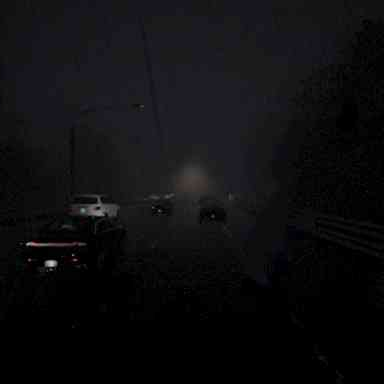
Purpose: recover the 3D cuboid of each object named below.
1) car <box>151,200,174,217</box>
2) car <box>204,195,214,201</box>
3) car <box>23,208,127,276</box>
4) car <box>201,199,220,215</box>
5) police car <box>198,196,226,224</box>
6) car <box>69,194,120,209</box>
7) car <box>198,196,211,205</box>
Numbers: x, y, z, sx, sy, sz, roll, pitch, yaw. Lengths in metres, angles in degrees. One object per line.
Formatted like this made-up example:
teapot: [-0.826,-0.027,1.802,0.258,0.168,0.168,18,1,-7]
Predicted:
car: [-2.715,1.472,31.113,1.812,1.442,4.674,0,0,2]
car: [3.865,1.330,76.624,2.033,1.411,5.357,0,0,6]
car: [-3.298,1.470,10.292,2.128,1.511,4.902,0,0,1]
car: [1.858,1.472,34.347,1.812,1.442,4.674,0,0,3]
police car: [1.474,1.383,24.589,1.930,1.638,5.238,0,0,2]
car: [-6.521,1.177,22.830,2.150,2.045,5.566,0,0,2]
car: [2.246,1.490,58.567,1.994,1.385,4.181,0,0,5]
